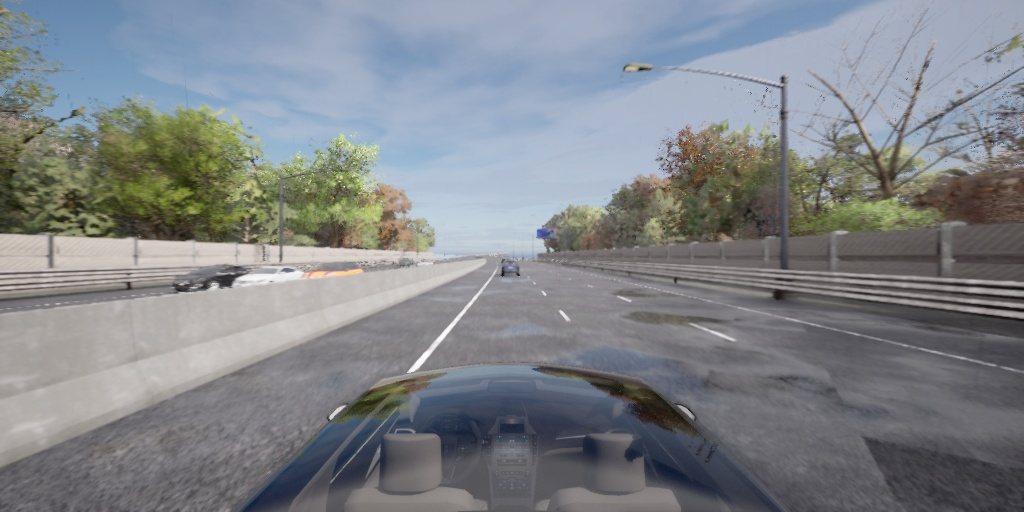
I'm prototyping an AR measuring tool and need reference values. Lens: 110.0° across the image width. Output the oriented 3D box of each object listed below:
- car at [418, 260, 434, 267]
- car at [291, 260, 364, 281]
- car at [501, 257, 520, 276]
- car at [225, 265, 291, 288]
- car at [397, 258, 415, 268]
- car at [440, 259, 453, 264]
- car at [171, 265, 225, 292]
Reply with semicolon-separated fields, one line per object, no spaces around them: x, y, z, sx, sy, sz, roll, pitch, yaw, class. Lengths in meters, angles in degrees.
-14.807;1.387;61.878;1.895;1.301;4.718;0;0;-1;car
-10.626;1.124;21.463;2.097;1.767;4.553;0;0;0;car
-0.162;1.206;38.072;2.033;1.649;4.856;0;0;-1;car
-14.124;1.302;21.257;1.812;1.442;4.674;0;0;0;car
-18.314;1.145;61.848;2.097;1.767;4.553;0;0;-1;car
-11.323;1.278;62.131;2.128;1.511;4.902;0;0;-1;car
-17.624;1.285;21.544;1.837;1.490;4.892;0;0;0;car
